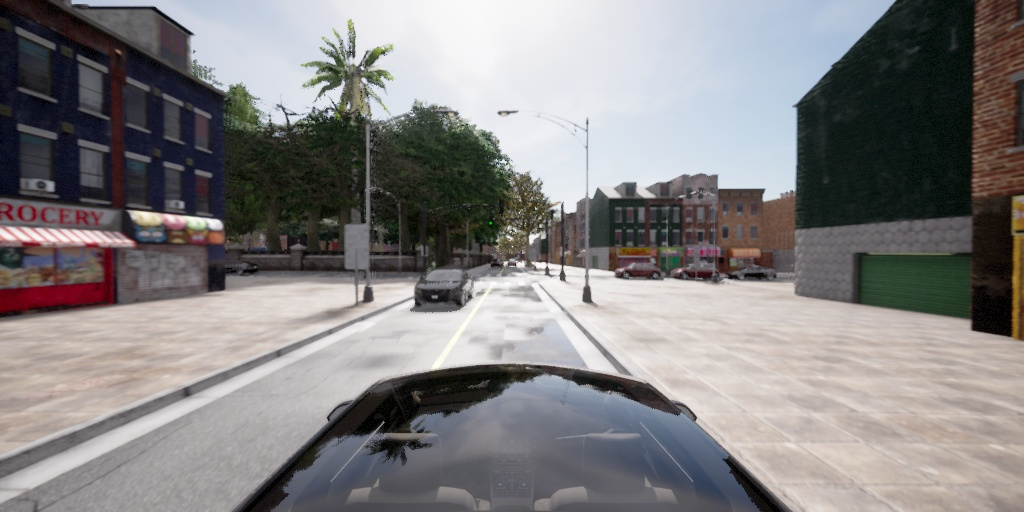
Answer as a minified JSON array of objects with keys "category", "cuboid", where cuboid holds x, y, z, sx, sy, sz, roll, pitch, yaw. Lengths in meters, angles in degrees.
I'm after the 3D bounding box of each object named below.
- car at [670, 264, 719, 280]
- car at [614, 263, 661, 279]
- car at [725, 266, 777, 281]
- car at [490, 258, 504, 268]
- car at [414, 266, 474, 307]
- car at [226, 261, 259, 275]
[{"category":"car","cuboid":[17.262,1.423,34.099,4.097,1.591,1.967,0,0,0]},{"category":"car","cuboid":[11.828,1.362,34.099,4.097,1.591,1.967,0,0,0]},{"category":"car","cuboid":[22.697,1.611,34.098,4.313,1.339,1.948,0,0,0]},{"category":"car","cuboid":[-2.769,1.243,64.021,2.097,1.767,4.553,0,0,1]},{"category":"car","cuboid":[-2.823,1.236,15.658,1.882,1.535,5.008,0,0,0]},{"category":"car","cuboid":[-26.489,1.088,34.106,4.313,1.339,1.948,0,0,0]}]
